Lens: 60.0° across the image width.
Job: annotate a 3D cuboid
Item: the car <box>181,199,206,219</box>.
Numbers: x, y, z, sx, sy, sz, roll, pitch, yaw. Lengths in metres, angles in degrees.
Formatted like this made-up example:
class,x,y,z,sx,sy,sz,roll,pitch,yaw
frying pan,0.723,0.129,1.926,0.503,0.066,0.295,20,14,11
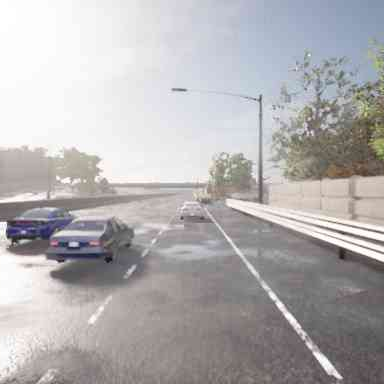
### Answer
class,x,y,z,sx,sy,sz,roll,pitch,yaw
car,0.009,1.551,28.794,1.812,1.442,4.674,0,0,0

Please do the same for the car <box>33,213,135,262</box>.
class,x,y,z,sx,sy,sz,roll,pitch,yaw
car,-3.395,1.553,12.069,2.033,1.411,5.357,0,0,0

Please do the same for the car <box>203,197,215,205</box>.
class,x,y,z,sx,sy,sz,roll,pitch,yaw
car,3.304,1.689,65.136,1.882,1.535,5.008,1,-2,15

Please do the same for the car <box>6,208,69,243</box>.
class,x,y,z,sx,sy,sz,roll,pitch,yaw
car,-6.893,1.487,16.080,1.882,1.535,5.008,0,0,0
